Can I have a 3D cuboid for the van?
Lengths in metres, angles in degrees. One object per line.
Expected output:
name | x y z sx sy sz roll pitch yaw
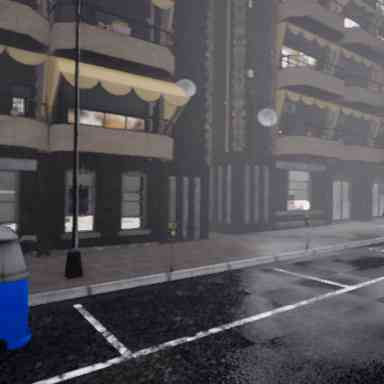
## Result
van | -3.973 1.326 3.734 3.998 1.788 1.690 0 1 -35
